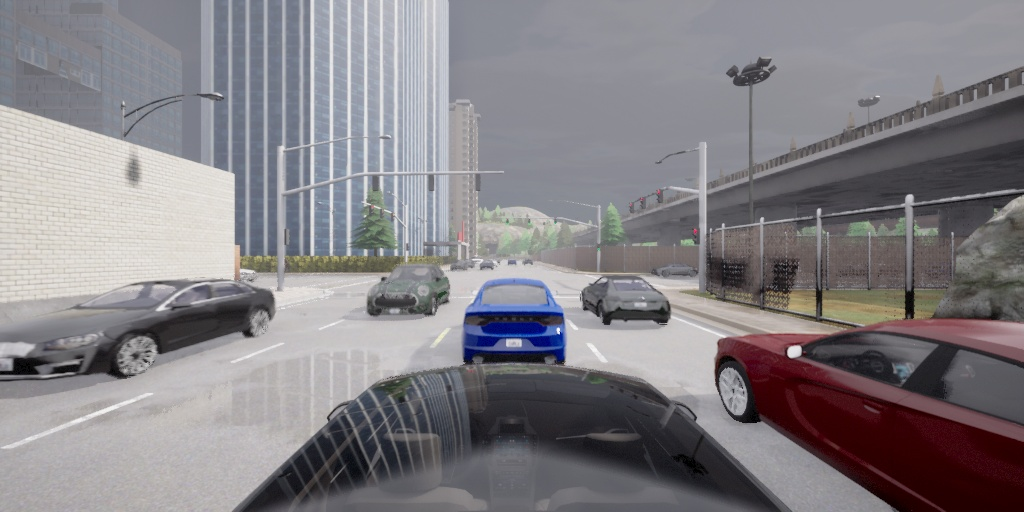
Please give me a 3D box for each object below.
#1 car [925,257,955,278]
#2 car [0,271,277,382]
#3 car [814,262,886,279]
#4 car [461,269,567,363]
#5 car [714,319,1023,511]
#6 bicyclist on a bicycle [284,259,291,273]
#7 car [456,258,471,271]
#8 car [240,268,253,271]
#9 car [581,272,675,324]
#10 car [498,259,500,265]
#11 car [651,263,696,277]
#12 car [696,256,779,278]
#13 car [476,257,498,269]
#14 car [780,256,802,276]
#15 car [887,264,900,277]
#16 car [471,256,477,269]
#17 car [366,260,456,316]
[{"bbox_3d":[40.477,1.027,31.971,5.566,2.045,2.150,0,0,0],"label":"car"},{"bbox_3d":[-7.097,1.241,7.413,2.128,1.511,4.902,0,0,0],"label":"car"},{"bbox_3d":[29.769,1.406,31.967,4.718,1.301,1.895,0,0,0],"label":"car"},{"bbox_3d":[0.055,1.228,8.190,1.882,1.535,5.008,0,0,1],"label":"car"},{"bbox_3d":[3.601,1.228,2.738,1.882,1.535,5.008,0,0,0],"label":"car"},{"bbox_3d":[-25.294,1.106,40.146,0.582,1.620,1.656,0,0,0],"label":"bicyclist on a bicycle"},{"bbox_3d":[-7.086,1.254,48.780,1.837,1.490,4.892,0,0,0],"label":"car"},{"bbox_3d":[-22.633,1.331,28.189,4.674,1.442,1.812,0,0,0],"label":"car"},{"bbox_3d":[3.578,1.314,11.945,1.994,1.385,4.181,0,0,0],"label":"car"},{"bbox_3d":[-3.557,1.275,62.400,1.812,1.442,4.674,0,0,0],"label":"car"},{"bbox_3d":[16.022,1.369,35.445,4.181,1.385,1.994,0,0,0],"label":"car"},{"bbox_3d":[20.000,1.027,31.949,5.566,2.045,2.150,0,0,0],"label":"car"},{"bbox_3d":[-3.585,1.297,52.388,2.033,1.411,5.357,0,0,0],"label":"car"},{"bbox_3d":[25.378,1.027,35.467,5.566,2.045,2.150,0,0,-1],"label":"car"},{"bbox_3d":[35.557,1.331,35.466,4.674,1.442,1.812,0,0,0],"label":"car"},{"bbox_3d":[-7.074,1.241,57.949,2.128,1.511,4.902,0,0,0],"label":"car"},{"bbox_3d":[-3.597,1.102,13.239,2.097,1.767,4.553,0,0,0],"label":"car"}]
